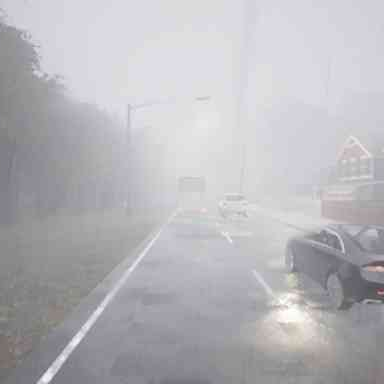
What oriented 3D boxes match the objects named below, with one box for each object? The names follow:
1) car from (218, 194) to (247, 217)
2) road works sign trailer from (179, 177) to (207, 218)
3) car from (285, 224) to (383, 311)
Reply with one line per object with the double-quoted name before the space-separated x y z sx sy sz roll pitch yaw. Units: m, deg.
"car" 3.603 1.164 30.231 2.150 2.045 5.566 0 0 0
"road works sign trailer" 0.008 0.408 29.903 2.380 3.560 2.880 0 0 0
"car" 3.603 1.479 7.705 2.128 1.511 4.902 0 0 0
